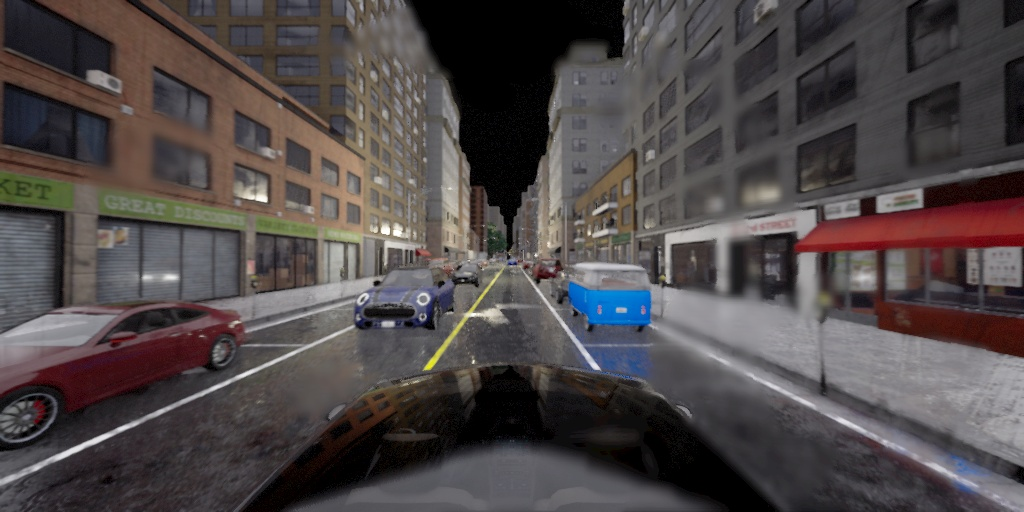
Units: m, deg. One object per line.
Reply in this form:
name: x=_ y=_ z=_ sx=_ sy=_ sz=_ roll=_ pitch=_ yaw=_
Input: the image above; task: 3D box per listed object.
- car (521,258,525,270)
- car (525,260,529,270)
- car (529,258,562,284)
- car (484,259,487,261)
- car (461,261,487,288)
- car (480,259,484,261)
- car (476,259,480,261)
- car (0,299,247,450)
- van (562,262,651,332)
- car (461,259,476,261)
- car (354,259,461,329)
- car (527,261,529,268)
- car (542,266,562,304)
car: x=2.700 y=1.359 z=54.583 sx=1.888 sy=1.381 sz=4.507 roll=0 pitch=0 yaw=0
car: x=2.693 y=1.336 z=38.109 sx=2.007 sy=1.370 sz=4.403 roll=0 pitch=0 yaw=0
car: x=2.687 y=1.086 z=27.126 sx=2.192 sy=1.841 sz=5.009 roll=0 pitch=0 yaw=0
car: x=-5.824 y=1.263 z=60.071 sx=1.967 sy=1.591 sz=4.097 roll=0 pitch=0 yaw=0
car: x=-2.996 y=1.274 z=24.316 sx=1.837 sy=1.490 sz=4.892 roll=0 pitch=0 yaw=0
car: x=-5.827 y=1.362 z=54.579 sx=2.007 sy=1.370 sz=4.403 roll=0 pitch=0 yaw=0
car: x=-5.831 y=1.327 z=48.916 sx=1.751 sy=1.417 sz=4.829 roll=0 pitch=0 yaw=0
car: x=-5.855 y=1.333 z=5.142 sx=1.802 sy=1.307 sz=4.207 roll=0 pitch=0 yaw=0
van: x=2.680 y=1.098 z=10.652 sx=1.690 sy=1.789 sz=3.998 roll=0 pitch=0 yaw=0
car: x=-5.834 y=1.232 z=43.593 sx=1.967 sy=1.591 sz=4.097 roll=0 pitch=0 yaw=0
car: x=-3.078 y=1.107 z=11.182 sx=2.097 sy=1.767 sz=4.553 roll=0 pitch=0 yaw=0
car: x=2.690 y=1.344 z=32.617 sx=1.948 sy=1.339 sz=4.313 roll=0 pitch=0 yaw=0
car: x=2.682 y=1.312 z=16.144 sx=2.007 sy=1.370 sz=4.403 roll=0 pitch=0 yaw=0
